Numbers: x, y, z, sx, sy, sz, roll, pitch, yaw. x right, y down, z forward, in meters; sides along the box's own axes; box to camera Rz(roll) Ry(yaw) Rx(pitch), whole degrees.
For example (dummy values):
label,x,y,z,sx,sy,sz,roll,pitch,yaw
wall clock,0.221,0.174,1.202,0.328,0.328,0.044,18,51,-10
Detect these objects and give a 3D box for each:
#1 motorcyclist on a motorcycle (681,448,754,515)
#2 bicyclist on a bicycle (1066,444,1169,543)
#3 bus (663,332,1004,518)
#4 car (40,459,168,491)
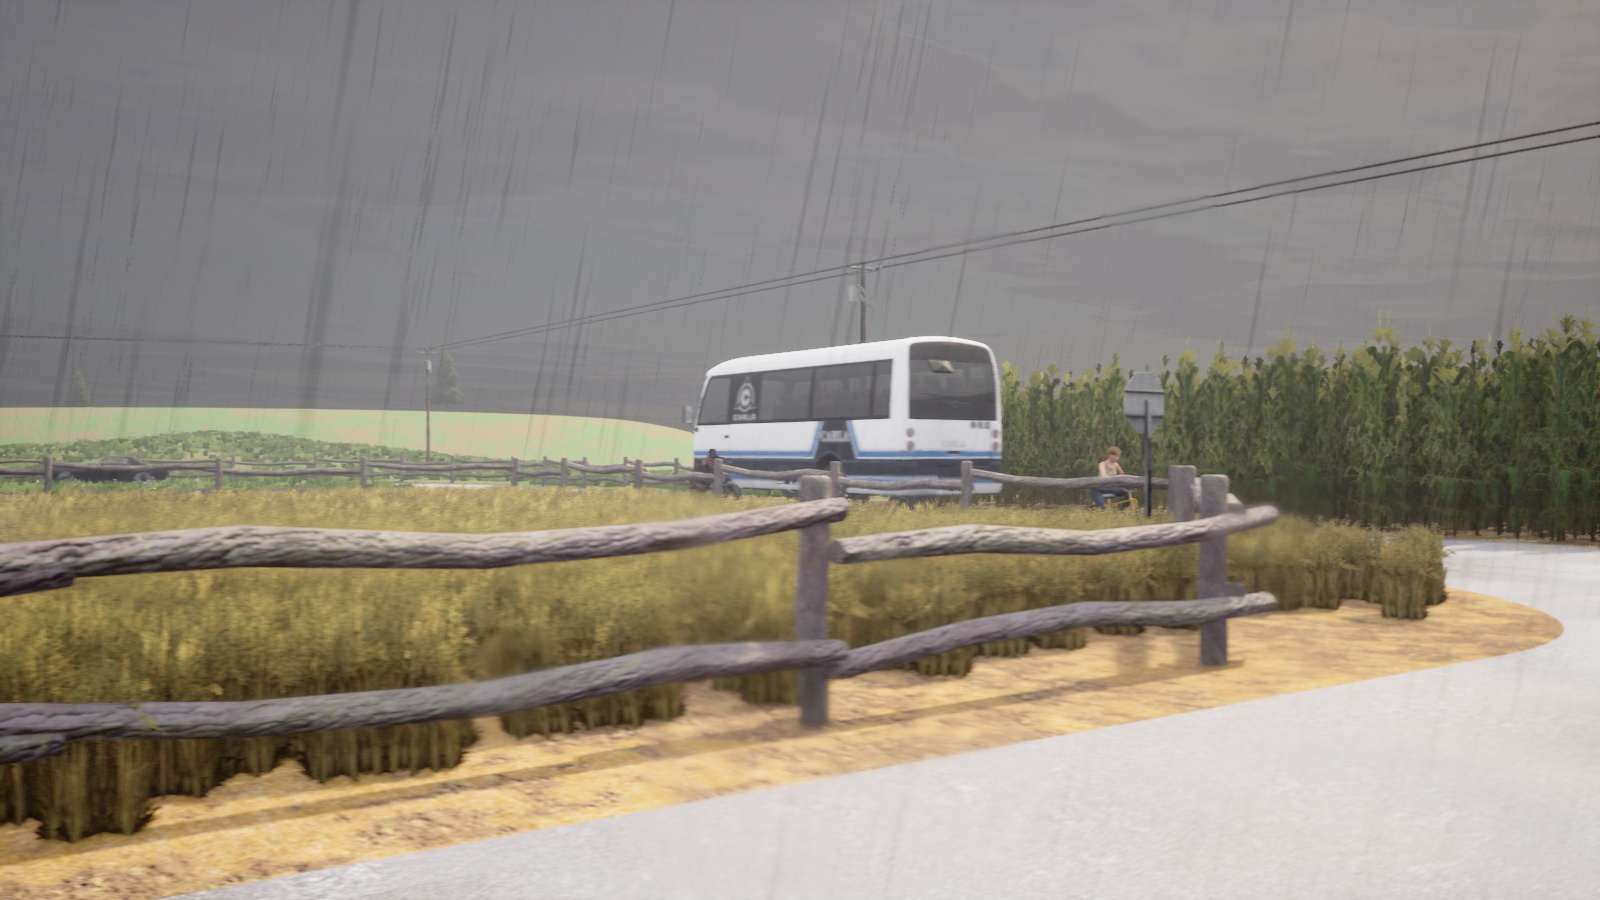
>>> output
label,x,y,z,sx,sy,sz,roll,pitch,yaw
motorcyclist on a motorcycle,-2.145,0.773,32.237,0.766,1.649,2.350,0,0,-35
bicyclist on a bicycle,5.387,0.716,21.368,0.866,1.612,1.509,0,0,-34
bus,0.497,-0.556,34.062,3.944,4.253,10.273,0,0,-35
car,-29.679,1.037,53.605,4.718,1.301,1.895,0,0,-30
